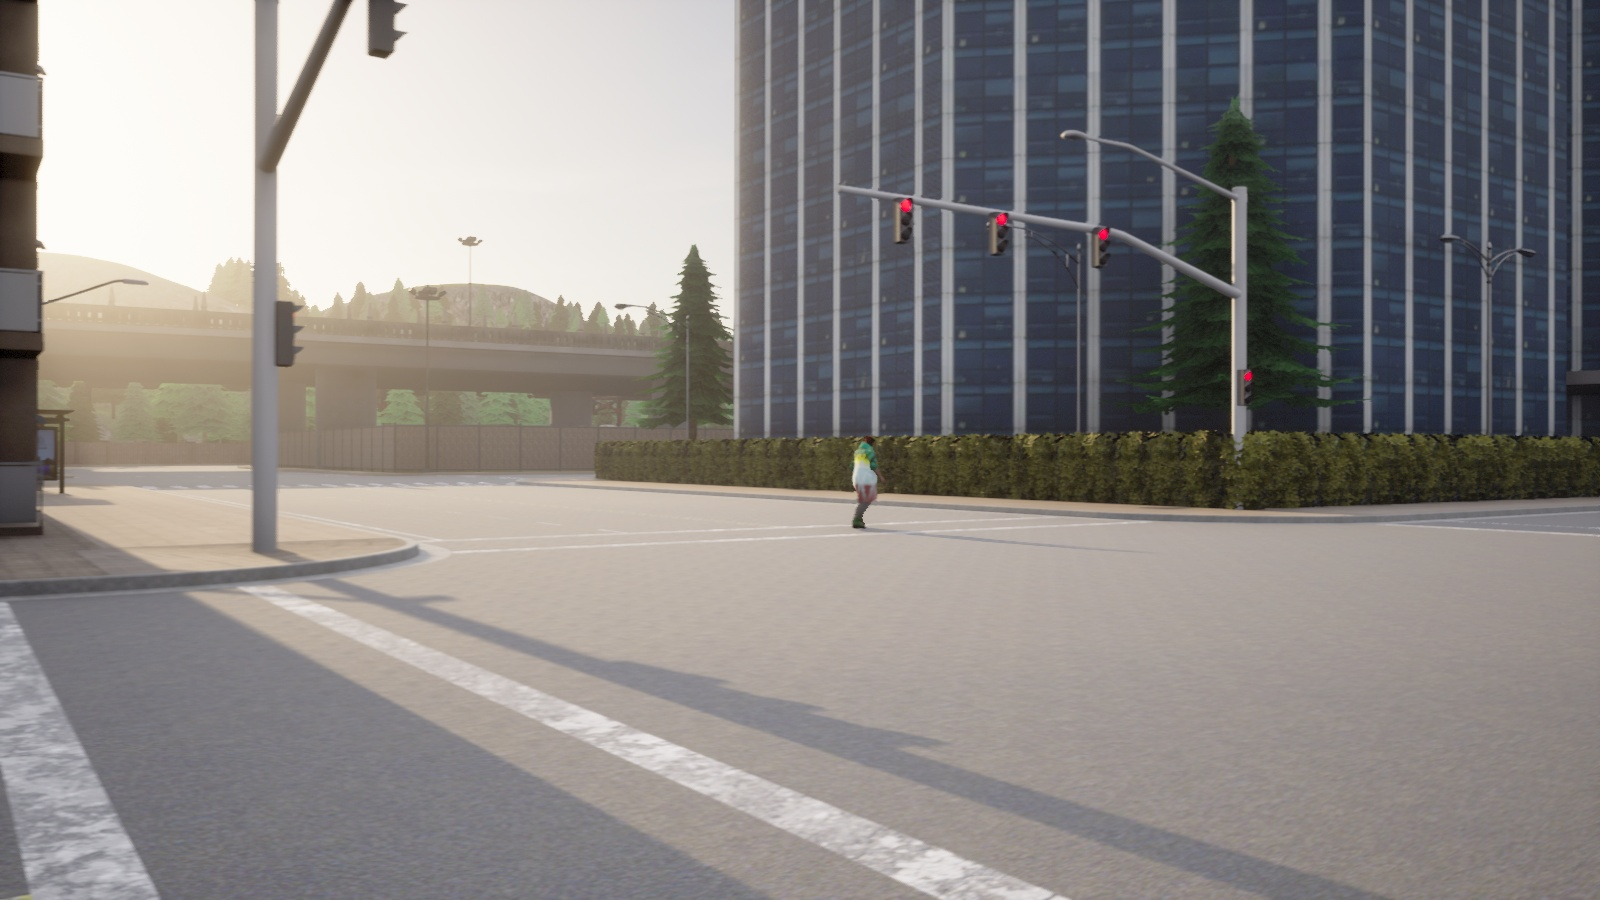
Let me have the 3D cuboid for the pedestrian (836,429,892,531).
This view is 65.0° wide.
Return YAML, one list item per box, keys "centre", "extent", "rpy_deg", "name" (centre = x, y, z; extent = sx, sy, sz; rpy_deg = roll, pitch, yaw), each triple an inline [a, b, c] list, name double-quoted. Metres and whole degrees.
- centre: [1.248, 0.571, 24.465]
  extent: [0.873, 1.952, 0.659]
  rpy_deg: [0, 0, -27]
  name: "pedestrian"
